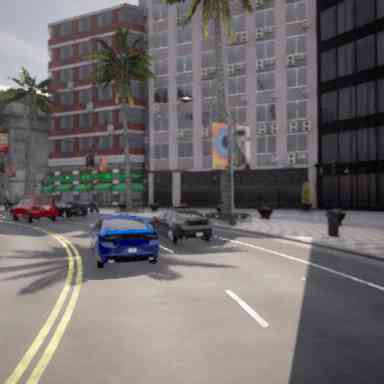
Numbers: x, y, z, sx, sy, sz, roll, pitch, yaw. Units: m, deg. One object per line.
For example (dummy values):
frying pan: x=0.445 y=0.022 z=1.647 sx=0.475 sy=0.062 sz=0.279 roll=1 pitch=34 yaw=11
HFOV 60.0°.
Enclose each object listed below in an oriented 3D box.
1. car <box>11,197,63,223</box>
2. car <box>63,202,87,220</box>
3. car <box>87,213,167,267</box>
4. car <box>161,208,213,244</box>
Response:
car: x=-13.349 y=1.445 z=28.064 sx=5.566 sy=2.045 sz=2.150 roll=-1 pitch=0 yaw=44
car: x=-11.695 y=1.697 z=31.167 sx=5.008 sy=1.535 sz=1.882 roll=-1 pitch=-1 yaw=44
car: x=-2.546 y=1.543 z=11.889 sx=1.882 sy=1.535 sz=5.008 roll=0 pitch=0 yaw=-20
car: x=-0.682 y=1.568 z=16.315 sx=1.837 sy=1.490 sz=4.892 roll=0 pitch=0 yaw=-24
